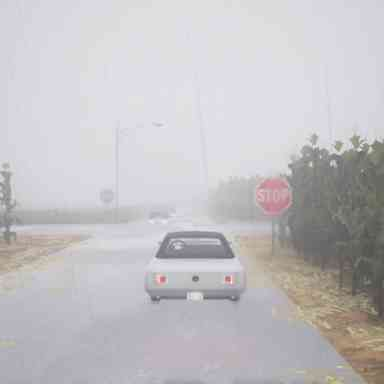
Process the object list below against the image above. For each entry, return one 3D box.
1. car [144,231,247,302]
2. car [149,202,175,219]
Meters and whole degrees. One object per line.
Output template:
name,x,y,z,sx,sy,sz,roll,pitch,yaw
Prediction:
car,0.071,1.611,8.249,1.895,1.301,4.718,0,0,0
car,-3.220,2.010,34.314,2.033,1.411,5.357,0,-1,0
